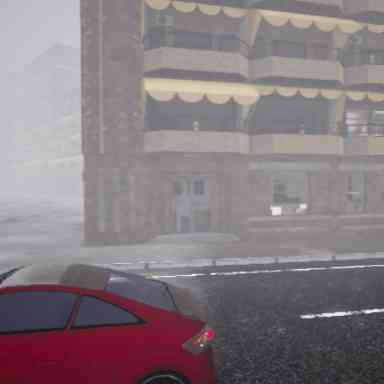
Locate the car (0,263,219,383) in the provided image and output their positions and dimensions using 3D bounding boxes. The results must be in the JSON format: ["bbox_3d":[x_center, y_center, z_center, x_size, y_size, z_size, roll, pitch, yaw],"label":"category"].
[{"bbox_3d":[-1.827,1.544,3.594,4.181,1.385,1.994,0,0,-11],"label":"car"}]
